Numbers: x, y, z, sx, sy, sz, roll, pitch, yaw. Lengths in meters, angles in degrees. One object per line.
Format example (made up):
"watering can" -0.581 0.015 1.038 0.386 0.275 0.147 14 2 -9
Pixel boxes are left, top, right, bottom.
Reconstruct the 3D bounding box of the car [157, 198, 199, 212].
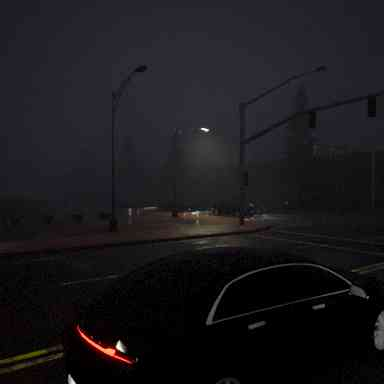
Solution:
"car" -1.943 1.547 38.733 2.033 1.411 5.357 0 0 -39

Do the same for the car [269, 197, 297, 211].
"car" 10.306 1.352 40.283 2.097 1.767 4.553 0 0 -36

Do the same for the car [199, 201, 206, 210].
"car" -0.291 1.505 41.962 1.837 1.490 4.892 0 0 -41

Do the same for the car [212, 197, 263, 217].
"car" 3.864 1.505 30.911 1.837 1.490 4.892 0 0 -36

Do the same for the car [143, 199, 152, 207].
"car" -7.848 1.564 48.943 4.181 1.385 1.994 0 0 35

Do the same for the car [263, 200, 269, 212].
"car" 5.303 1.352 34.815 2.097 1.767 4.553 0 0 -37

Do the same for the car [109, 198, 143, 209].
"car" -9.411 1.526 45.807 4.674 1.442 1.812 0 0 36

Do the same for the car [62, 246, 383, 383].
"car" 0.894 1.505 4.435 4.892 1.490 1.837 0 0 -35
